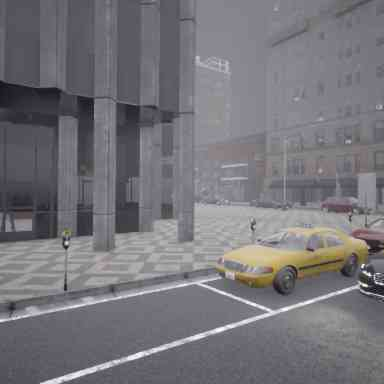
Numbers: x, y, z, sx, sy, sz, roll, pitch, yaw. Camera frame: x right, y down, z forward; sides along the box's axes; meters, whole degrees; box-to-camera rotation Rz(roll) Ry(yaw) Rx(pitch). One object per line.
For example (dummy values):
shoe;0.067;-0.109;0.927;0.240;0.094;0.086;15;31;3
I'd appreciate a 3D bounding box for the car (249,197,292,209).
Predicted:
car;9.065;1.307;38.992;2.033;1.411;5.357;1;0;-36

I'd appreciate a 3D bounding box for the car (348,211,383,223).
car;7.520;1.547;12.121;4.507;1.381;1.887;0;1;-36

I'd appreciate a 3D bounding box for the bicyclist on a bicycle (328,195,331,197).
bicyclist on a bicycle;16.342;1.159;39.501;1.656;1.620;0.582;0;0;-35

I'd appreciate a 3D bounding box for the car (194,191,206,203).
car;0.595;0.839;56.564;2.150;2.045;5.566;1;0;-35

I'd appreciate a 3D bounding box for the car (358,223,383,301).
car;5.587;1.507;7.318;4.892;1.490;1.837;0;0;-35

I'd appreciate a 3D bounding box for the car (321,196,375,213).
car;14.578;1.198;31.177;2.097;1.767;4.553;1;0;-35

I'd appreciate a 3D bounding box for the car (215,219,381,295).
car;2.803;1.527;8.755;4.829;1.417;1.752;0;1;-36

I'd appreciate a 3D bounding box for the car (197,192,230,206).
car;3.391;1.161;47.060;2.128;1.511;4.902;1;0;-35
